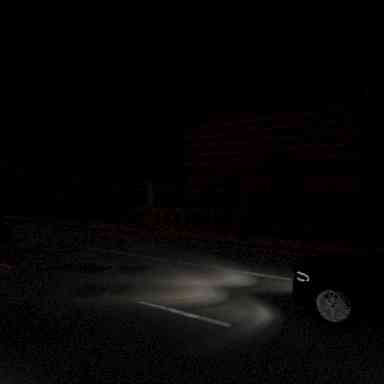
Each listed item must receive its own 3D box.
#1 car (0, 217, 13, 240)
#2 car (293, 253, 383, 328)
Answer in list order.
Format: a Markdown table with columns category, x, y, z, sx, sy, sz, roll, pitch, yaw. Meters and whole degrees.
| category | x | y | z | sx | sy | sz | roll | pitch | yaw |
| --- | --- | --- | --- | --- | --- | --- | --- | --- | --- |
| car | -10.291 | 1.517 | 15.630 | 4.181 | 1.385 | 1.994 | 0 | 0 | 35 |
| car | 4.181 | 1.479 | 5.312 | 5.008 | 1.535 | 1.882 | 0 | 0 | 35 |
